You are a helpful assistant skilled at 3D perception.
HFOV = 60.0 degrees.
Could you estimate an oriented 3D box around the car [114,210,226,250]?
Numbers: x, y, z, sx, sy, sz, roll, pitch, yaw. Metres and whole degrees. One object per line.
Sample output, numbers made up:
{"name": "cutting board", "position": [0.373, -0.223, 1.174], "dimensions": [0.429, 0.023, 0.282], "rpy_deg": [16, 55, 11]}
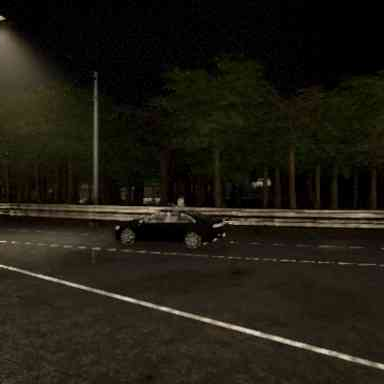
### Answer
{"name": "car", "position": [-0.986, 1.525, 14.267], "dimensions": [4.902, 1.511, 2.128], "rpy_deg": [0, 0, 19]}
